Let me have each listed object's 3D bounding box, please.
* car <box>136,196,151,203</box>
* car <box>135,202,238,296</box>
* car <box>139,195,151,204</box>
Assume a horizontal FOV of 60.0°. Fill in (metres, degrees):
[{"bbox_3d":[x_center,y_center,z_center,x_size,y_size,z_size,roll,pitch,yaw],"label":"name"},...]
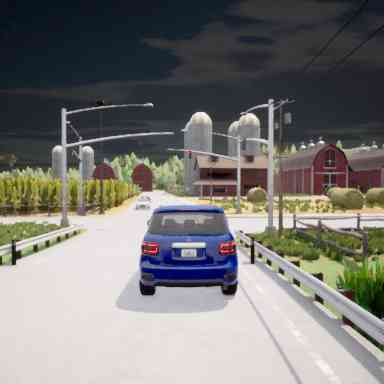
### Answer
[{"bbox_3d":[-6.407,1.530,43.820,1.812,1.442,4.674,0,1,-7],"label":"car"},{"bbox_3d":[-0.110,1.370,9.166,2.150,2.045,5.566,0,-2,-1],"label":"car"},{"bbox_3d":[-8.156,1.355,57.661,1.994,1.385,4.181,0,1,-9],"label":"car"}]
